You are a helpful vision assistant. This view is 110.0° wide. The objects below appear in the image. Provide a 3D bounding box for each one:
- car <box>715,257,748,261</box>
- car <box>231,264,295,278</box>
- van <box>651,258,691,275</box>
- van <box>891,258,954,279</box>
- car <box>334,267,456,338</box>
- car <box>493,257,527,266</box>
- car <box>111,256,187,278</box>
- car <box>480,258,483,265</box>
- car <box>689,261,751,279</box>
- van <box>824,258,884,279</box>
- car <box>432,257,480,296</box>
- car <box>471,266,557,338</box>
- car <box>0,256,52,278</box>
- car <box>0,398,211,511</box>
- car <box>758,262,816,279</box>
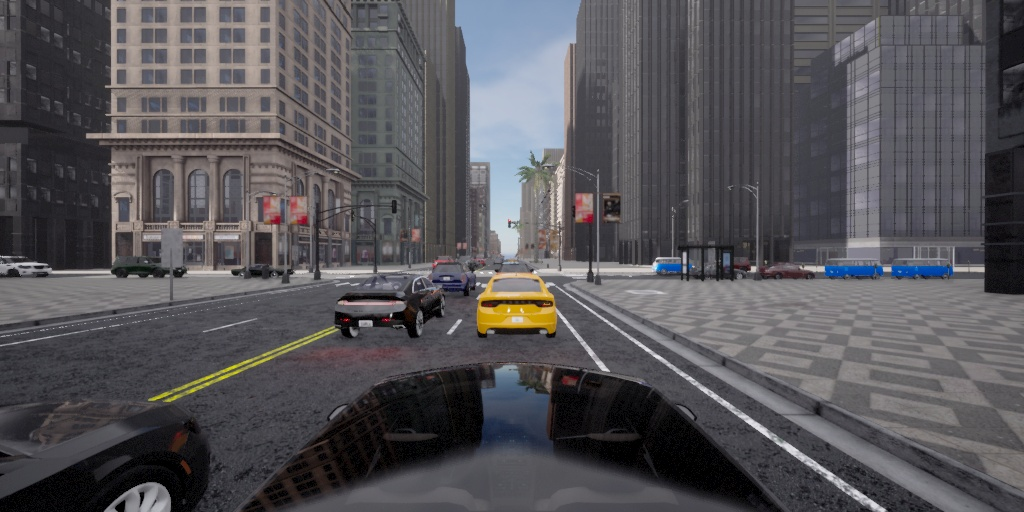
[{"bbox_3d":[22.791,1.035,38.381,5.009,1.841,2.192,0,0,0],"label":"car"},{"bbox_3d":[-22.548,1.375,32.610,4.718,1.301,1.895,0,0,0],"label":"car"},{"bbox_3d":[17.114,1.065,38.386,3.998,1.789,1.690,0,0,0],"label":"van"},{"bbox_3d":[34.139,1.080,29.845,3.998,1.789,1.690,0,0,0],"label":"van"},{"bbox_3d":[-3.140,1.241,10.151,2.128,1.511,4.902,0,0,0],"label":"car"},{"bbox_3d":[0.123,1.102,19.315,2.097,1.767,4.553,0,0,0],"label":"car"},{"bbox_3d":[-33.021,1.007,32.677,5.566,2.045,2.150,0,0,0],"label":"car"},{"bbox_3d":[-6.505,1.354,60.315,1.895,1.301,4.718,0,0,0],"label":"car"},{"bbox_3d":[17.107,1.299,29.861,4.403,1.370,2.007,0,0,0],"label":"car"},{"bbox_3d":[28.463,1.082,29.850,3.998,1.789,1.690,0,0,0],"label":"van"},{"bbox_3d":[-3.127,1.102,19.290,2.097,1.767,4.553,0,0,0],"label":"car"},{"bbox_3d":[0.109,1.227,10.241,1.882,1.535,5.008,0,0,0],"label":"car"},{"bbox_3d":[-45.841,1.024,32.762,5.566,2.045,2.150,0,0,0],"label":"car"},{"bbox_3d":[-3.151,1.255,0.635,1.837,1.490,4.892,0,0,0],"label":"car"},{"bbox_3d":[22.785,1.326,29.856,4.207,1.307,1.802,0,0,0],"label":"car"}]
